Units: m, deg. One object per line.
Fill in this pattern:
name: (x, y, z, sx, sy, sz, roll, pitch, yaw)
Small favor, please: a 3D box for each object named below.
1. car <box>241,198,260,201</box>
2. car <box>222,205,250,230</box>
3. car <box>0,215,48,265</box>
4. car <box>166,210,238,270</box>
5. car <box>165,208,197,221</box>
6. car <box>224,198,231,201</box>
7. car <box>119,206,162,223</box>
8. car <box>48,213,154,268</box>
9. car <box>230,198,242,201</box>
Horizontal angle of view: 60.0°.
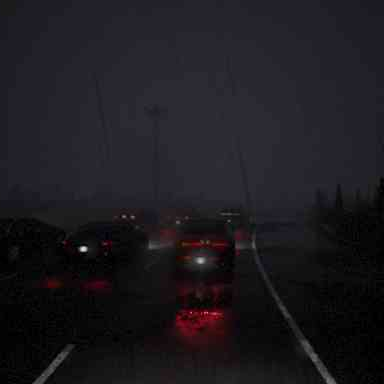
car: (13.265, 2.135, 70.114, 2.033, 1.411, 5.357, 0, -1, 41)
car: (3.110, 1.701, 24.312, 2.128, 1.511, 4.902, 0, 0, 16)
car: (-6.416, 1.612, 12.112, 1.837, 1.490, 4.892, 0, 0, 8)
car: (0.552, 1.606, 11.427, 1.837, 1.490, 4.892, 0, 0, 8)
car: (-0.362, 1.815, 24.926, 1.895, 1.301, 4.718, 0, 0, 16)
car: (8.740, 2.165, 75.509, 2.128, 1.511, 4.902, 0, -1, 41)
car: (-3.964, 1.763, 25.097, 2.033, 1.411, 5.357, 0, 0, 15)
car: (-2.928, 1.666, 11.790, 1.994, 1.385, 4.181, 0, 0, 8)
car: (10.997, 2.143, 72.817, 1.812, 1.442, 4.674, 0, -1, 41)
